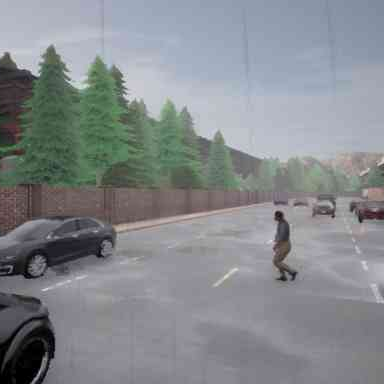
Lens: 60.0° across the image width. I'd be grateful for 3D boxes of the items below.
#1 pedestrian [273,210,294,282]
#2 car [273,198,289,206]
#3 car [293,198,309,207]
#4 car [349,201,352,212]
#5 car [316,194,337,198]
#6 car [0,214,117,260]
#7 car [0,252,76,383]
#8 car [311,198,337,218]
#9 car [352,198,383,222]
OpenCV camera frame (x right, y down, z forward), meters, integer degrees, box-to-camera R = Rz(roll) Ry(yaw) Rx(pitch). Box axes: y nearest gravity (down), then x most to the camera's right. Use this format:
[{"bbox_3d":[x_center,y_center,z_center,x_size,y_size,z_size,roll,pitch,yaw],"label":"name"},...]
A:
[{"bbox_3d":[2.239,1.294,8.215,0.375,1.860,0.375,0,0,23],"label":"pedestrian"},{"bbox_3d":[14.690,1.600,54.829,1.895,1.301,4.718,0,0,23],"label":"car"},{"bbox_3d":[16.468,1.565,50.153,1.994,1.385,4.181,0,0,23],"label":"car"},{"bbox_3d":[19.091,1.478,38.028,1.882,1.535,5.008,0,0,23],"label":"car"},{"bbox_3d":[16.555,1.221,41.005,2.150,2.045,5.566,0,0,23],"label":"car"},{"bbox_3d":[-4.256,1.505,10.283,1.837,1.490,4.892,0,0,22],"label":"car"},{"bbox_3d":[-3.031,1.564,2.567,1.994,1.385,4.181,0,0,15],"label":"car"},{"bbox_3d":[12.212,1.526,30.780,1.812,1.442,4.674,0,0,23],"label":"car"},{"bbox_3d":[13.820,1.352,25.588,2.097,1.767,4.553,0,0,23],"label":"car"}]
